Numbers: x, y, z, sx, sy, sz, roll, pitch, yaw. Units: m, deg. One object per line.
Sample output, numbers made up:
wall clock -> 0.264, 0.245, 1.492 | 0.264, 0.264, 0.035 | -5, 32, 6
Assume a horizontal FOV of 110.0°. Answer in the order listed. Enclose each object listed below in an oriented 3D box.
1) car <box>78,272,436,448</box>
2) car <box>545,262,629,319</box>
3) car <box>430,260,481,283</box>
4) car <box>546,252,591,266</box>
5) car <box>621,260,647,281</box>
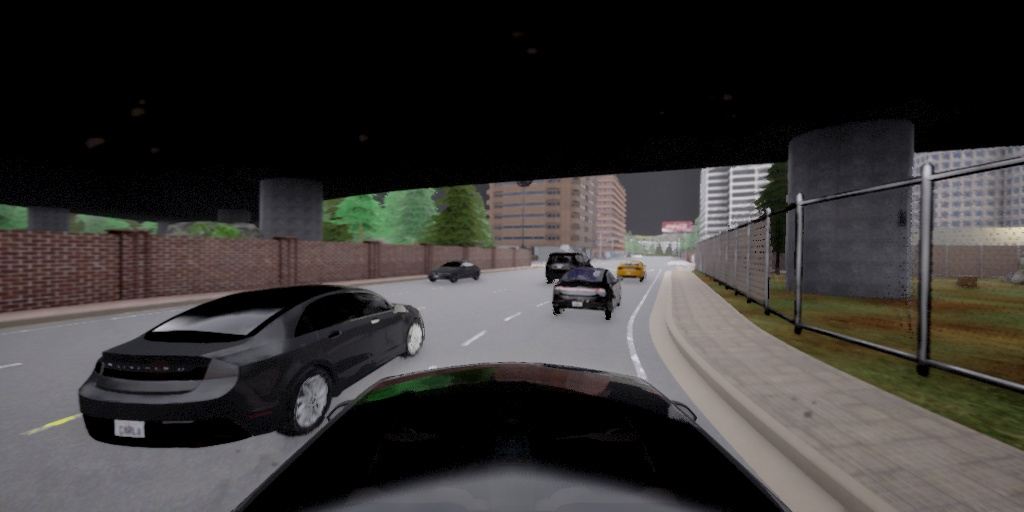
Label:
car -> -2.909, 1.181, 5.414 | 1.837, 1.490, 4.892 | 0, 1, 7
car -> 2.751, 1.161, 12.568 | 2.128, 1.511, 4.902 | 1, 1, 21
car -> -3.775, 1.004, 24.476 | 1.812, 1.442, 4.674 | 1, 1, 24
car -> 3.953, 0.783, 24.370 | 2.150, 2.045, 5.566 | 1, 1, 24
car -> 9.335, 1.067, 27.906 | 1.882, 1.535, 5.008 | 1, 1, 24
